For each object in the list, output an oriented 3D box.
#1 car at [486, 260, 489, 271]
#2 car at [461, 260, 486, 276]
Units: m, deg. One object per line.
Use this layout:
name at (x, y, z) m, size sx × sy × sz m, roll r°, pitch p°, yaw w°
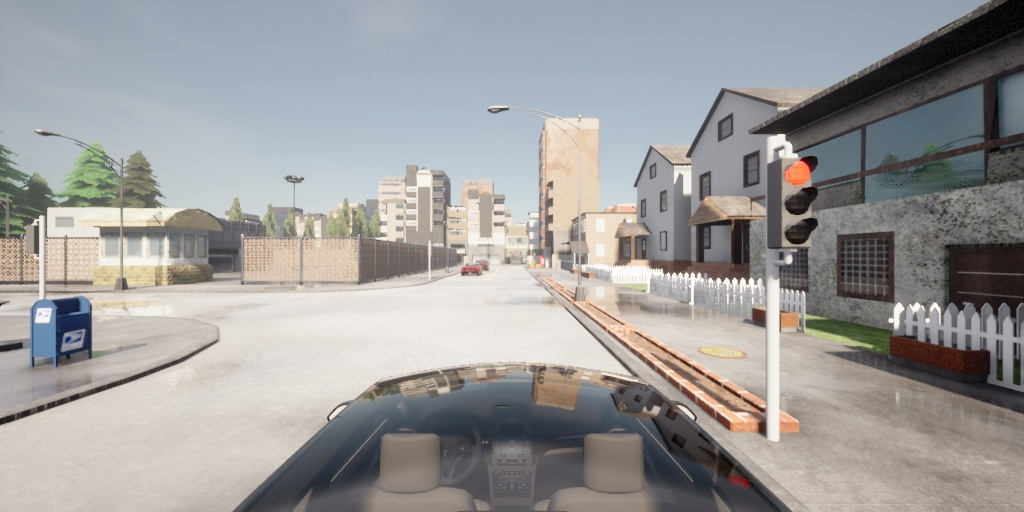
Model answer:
car at (-4.093, 1.224, 47.726) m, size 1.882 × 1.535 × 5.008 m, roll 0°, pitch 0°, yaw 0°
car at (-4.106, 1.348, 37.220) m, size 1.895 × 1.301 × 4.718 m, roll 0°, pitch 0°, yaw 0°
